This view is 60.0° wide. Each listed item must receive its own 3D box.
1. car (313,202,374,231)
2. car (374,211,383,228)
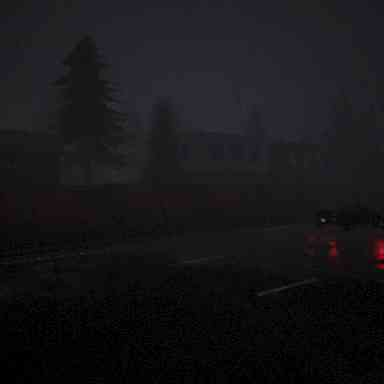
[{"bbox_3d":[8.646,1.265,18.522,4.674,1.442,1.812,0,0,-36],"label":"car"},{"bbox_3d":[10.841,1.262,15.789,4.674,1.442,1.812,-1,1,-36],"label":"car"}]
